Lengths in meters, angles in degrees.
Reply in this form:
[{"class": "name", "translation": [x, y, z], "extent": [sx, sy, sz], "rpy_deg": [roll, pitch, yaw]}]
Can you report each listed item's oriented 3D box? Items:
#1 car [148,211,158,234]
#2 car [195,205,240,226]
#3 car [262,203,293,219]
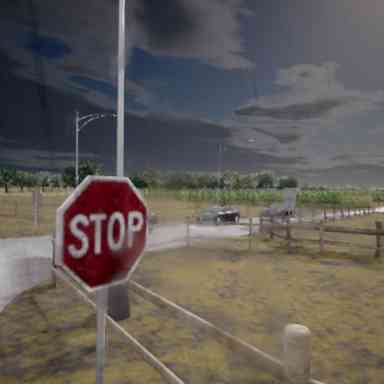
[{"class": "car", "translation": [-3.930, 1.585, 18.406], "extent": [2.128, 1.511, 4.902], "rpy_deg": [2, 0, 35]}, {"class": "car", "translation": [2.131, 1.826, 26.771], "extent": [1.837, 1.490, 4.892], "rpy_deg": [2, 0, 36]}, {"class": "car", "translation": [9.545, 1.981, 36.866], "extent": [2.097, 1.767, 4.553], "rpy_deg": [2, 0, 36]}]
